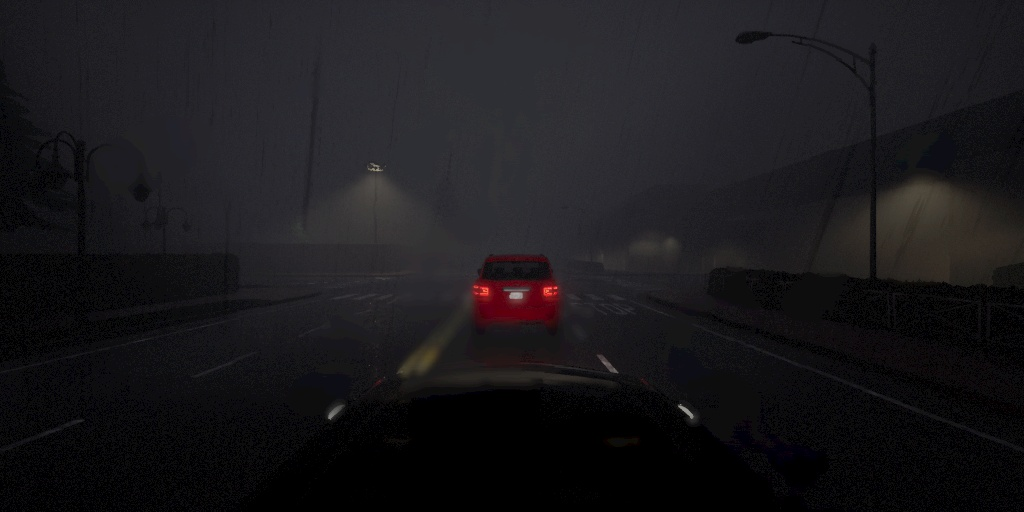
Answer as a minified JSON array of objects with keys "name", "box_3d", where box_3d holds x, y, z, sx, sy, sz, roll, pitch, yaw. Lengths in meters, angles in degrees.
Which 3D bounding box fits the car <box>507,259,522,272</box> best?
[{"name":"car","box_3d":[0.348,1.228,46.370,1.882,1.535,5.008,0,0,1]}]

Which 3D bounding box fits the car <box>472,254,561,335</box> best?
[{"name":"car","box_3d":[0.117,0.971,10.625,2.150,2.045,5.566,0,0,0]}]
